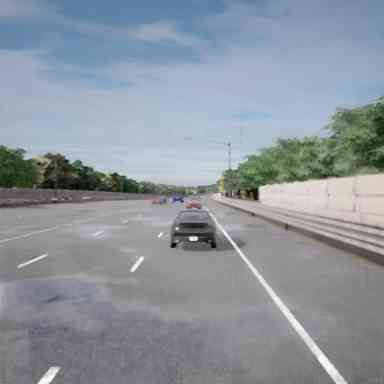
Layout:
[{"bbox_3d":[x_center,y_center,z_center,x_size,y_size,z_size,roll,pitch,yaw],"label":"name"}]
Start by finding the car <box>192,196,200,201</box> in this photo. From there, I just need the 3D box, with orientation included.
[{"bbox_3d":[1.189,1.961,95.294,2.033,1.411,5.357,0,-1,2],"label":"car"}]

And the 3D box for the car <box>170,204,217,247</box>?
[{"bbox_3d":[0.066,1.521,15.005,1.837,1.490,4.892,0,0,0],"label":"car"}]

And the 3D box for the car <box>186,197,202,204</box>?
[{"bbox_3d":[0.194,1.617,38.716,1.812,1.442,4.674,0,0,0],"label":"car"}]

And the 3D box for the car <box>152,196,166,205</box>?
[{"bbox_3d":[-6.668,1.786,65.071,1.994,1.385,4.181,0,0,0],"label":"car"}]

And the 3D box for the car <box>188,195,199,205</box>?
[{"bbox_3d":[0.322,1.583,64.991,2.097,1.767,4.553,0,2,0],"label":"car"}]

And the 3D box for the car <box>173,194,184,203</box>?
[{"bbox_3d":[-3.076,1.389,73.801,2.150,2.045,5.566,0,0,2],"label":"car"}]
